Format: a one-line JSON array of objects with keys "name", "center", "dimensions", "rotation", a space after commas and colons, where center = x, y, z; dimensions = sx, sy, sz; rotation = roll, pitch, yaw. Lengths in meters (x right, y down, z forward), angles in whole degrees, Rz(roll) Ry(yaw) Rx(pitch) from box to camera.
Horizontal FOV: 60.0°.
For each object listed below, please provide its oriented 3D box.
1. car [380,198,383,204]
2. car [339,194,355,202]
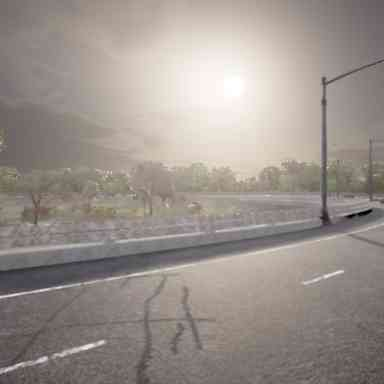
[{"name": "car", "center": [35.779, 1.506, 60.420], "dimensions": [1.882, 1.535, 5.008], "rotation": [0, 0, 15]}, {"name": "car", "center": [40.460, 1.549, 86.768], "dimensions": [2.150, 2.045, 5.566], "rotation": [0, 0, 1]}]
